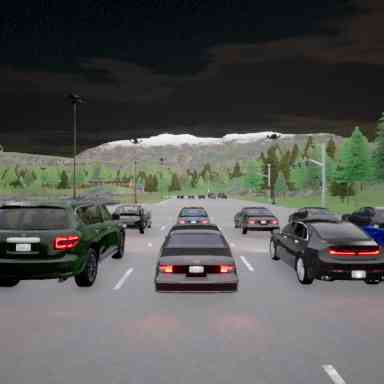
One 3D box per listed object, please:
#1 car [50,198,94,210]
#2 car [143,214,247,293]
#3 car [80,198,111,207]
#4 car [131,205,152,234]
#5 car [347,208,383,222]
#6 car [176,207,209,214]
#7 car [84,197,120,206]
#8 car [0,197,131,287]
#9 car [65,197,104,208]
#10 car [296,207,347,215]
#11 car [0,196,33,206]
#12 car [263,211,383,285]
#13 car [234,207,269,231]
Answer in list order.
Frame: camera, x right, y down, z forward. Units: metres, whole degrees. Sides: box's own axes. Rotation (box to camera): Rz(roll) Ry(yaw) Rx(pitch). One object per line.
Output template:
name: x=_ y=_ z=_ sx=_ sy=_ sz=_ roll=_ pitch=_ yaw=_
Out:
car: x=-15.507 y=1.491 z=43.183 sx=4.902 sy=1.511 sz=2.128 roll=0 pitch=0 yaw=-2
car: x=0.080 y=1.547 z=8.962 sx=2.033 sy=1.411 sz=5.357 roll=0 pitch=0 yaw=0
car: x=-14.542 y=1.564 z=50.291 sx=4.181 sy=1.385 sz=1.994 roll=0 pitch=0 yaw=-4
car: x=-3.446 y=1.492 z=19.199 sx=2.128 sy=1.511 sz=4.902 roll=0 pitch=0 yaw=0
car: x=7.077 y=1.478 z=10.440 sx=1.882 sy=1.535 sz=5.008 roll=0 pitch=0 yaw=0
car: x=0.059 y=1.547 z=19.028 sx=2.033 sy=1.411 sz=5.357 roll=0 pitch=0 yaw=0
car: x=-14.444 y=1.547 z=53.851 sx=5.357 sy=1.411 sz=2.033 roll=0 pitch=0 yaw=-4
car: x=-3.424 y=1.221 z=9.452 sx=2.150 sy=2.045 sz=5.566 roll=0 pitch=0 yaw=0
car: x=-15.093 y=1.505 z=46.774 sx=4.892 sy=1.490 sz=1.837 roll=0 pitch=0 yaw=-3
car: x=7.053 y=1.564 z=19.424 sx=1.994 sy=1.385 sz=4.181 roll=0 pitch=0 yaw=0
car: x=-28.484 y=1.493 z=53.445 sx=4.902 sy=1.511 sz=2.128 roll=0 pitch=0 yaw=0
car: x=3.562 y=1.505 z=9.513 sx=1.837 sy=1.490 sz=4.892 roll=0 pitch=0 yaw=0
car: x=3.553 y=1.547 z=19.009 sx=2.033 sy=1.411 sz=5.357 roll=0 pitch=0 yaw=0
